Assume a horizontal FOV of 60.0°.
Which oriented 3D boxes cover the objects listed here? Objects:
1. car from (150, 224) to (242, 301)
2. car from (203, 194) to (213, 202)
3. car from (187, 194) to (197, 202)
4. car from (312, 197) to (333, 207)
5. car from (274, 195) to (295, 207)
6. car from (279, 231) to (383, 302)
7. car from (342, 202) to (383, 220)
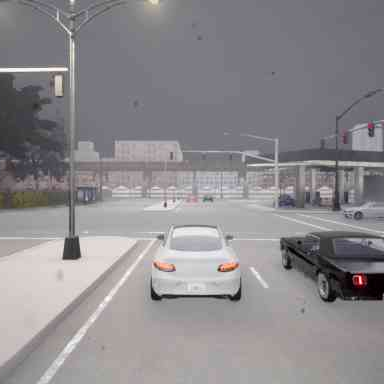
[{"bbox_3d":[0.082,1.517,8.194,1.812,1.442,4.674,0,0,0],"label":"car"},{"bbox_3d":[3.499,1.257,72.381,2.097,1.767,4.553,0,0,0],"label":"car"},{"bbox_3d":[-0.001,1.250,72.381,2.097,1.767,4.553,0,0,0],"label":"car"},{"bbox_3d":[18.955,1.434,48.500,1.970,1.475,3.806,0,0,0],"label":"car"},{"bbox_3d":[13.210,1.262,47.737,2.242,1.667,4.611,0,0,0],"label":"car"},{"bbox_3d":[3.587,1.599,8.178,1.895,1.301,4.718,0,0,0],"label":"car"},{"bbox_3d":[14.887,1.523,27.554,4.674,1.442,1.812,0,0,-1],"label":"car"}]
